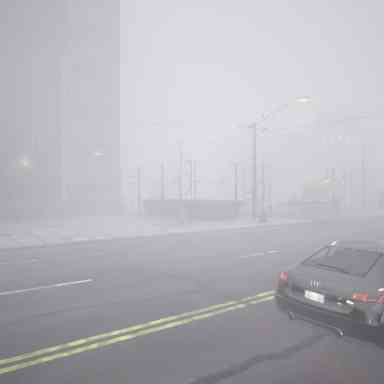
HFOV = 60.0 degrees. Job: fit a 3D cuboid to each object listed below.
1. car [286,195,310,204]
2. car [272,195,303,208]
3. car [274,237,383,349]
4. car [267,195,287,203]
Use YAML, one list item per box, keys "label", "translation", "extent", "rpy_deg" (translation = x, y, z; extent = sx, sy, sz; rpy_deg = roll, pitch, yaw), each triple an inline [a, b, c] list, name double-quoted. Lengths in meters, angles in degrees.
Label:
- label: "car"
  translation: [20.266, 1.420, 63.789]
  extent: [4.674, 1.452, 2.002]
  rpy_deg: [0, 0, -36]
- label: "car"
  translation: [13.356, 1.254, 44.728]
  extent: [4.553, 1.767, 2.185]
  rpy_deg: [0, 0, -36]
- label: "car"
  translation: [3.499, 1.564, 6.243]
  extent: [4.181, 1.385, 1.994]
  rpy_deg: [0, 0, -36]
- label: "car"
  translation: [17.359, 1.452, 67.790]
  extent: [3.806, 1.475, 1.970]
  rpy_deg: [0, 0, -36]
